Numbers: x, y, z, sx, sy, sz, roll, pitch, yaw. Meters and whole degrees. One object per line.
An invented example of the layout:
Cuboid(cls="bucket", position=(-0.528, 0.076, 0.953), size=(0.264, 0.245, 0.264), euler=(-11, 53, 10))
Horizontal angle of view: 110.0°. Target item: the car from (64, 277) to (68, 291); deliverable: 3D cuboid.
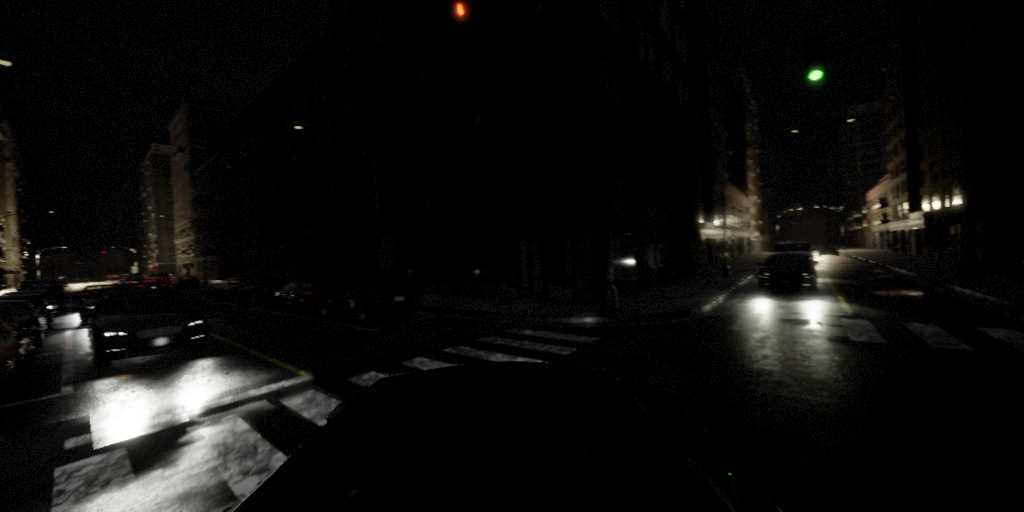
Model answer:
Cuboid(cls="car", position=(-35.437, 2.700, 27.156), size=(4.097, 1.591, 1.967), euler=(0, 0, 39))

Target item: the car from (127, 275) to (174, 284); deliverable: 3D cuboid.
Cuboid(cls="car", position=(-30.027, 2.545, 29.737), size=(4.181, 1.385, 1.994), euler=(-2, 1, 39))

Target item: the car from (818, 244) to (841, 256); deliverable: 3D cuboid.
Cuboid(cls="car", position=(38.882, -0.694, 44.143), size=(1.812, 1.442, 4.674), euler=(-2, 0, 39))

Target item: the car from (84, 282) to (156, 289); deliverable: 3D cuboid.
Cuboid(cls="car", position=(-17.034, 2.034, 15.407), size=(4.181, 1.385, 1.994), euler=(-2, 1, 38))

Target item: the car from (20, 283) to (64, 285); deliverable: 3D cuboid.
Cuboid(cls="car", position=(-27.045, 2.495, 20.326), size=(4.207, 1.307, 1.802), euler=(0, 0, 39))

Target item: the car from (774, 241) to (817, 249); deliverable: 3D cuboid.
Cuboid(cls="car", position=(18.308, 0.039, 23.402), size=(2.150, 2.045, 5.566), euler=(-2, 1, 40))

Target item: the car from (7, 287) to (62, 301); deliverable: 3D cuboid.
Cuboid(cls="car", position=(-18.654, 2.129, 13.496), size=(4.313, 1.339, 1.948), euler=(0, 0, 39))

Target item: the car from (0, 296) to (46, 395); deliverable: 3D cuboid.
Cuboid(cls="car", position=(-10.130, 1.738, 6.558), size=(4.829, 1.417, 1.751), euler=(0, 0, 39))

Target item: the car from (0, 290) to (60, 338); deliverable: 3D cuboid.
Cuboid(cls="car", position=(-14.458, 1.938, 10.081), size=(4.403, 1.370, 2.007), euler=(0, 0, 39))

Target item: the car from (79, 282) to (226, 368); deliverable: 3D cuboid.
Cuboid(cls="car", position=(-9.408, 1.643, 9.194), size=(4.902, 1.511, 2.128), euler=(-2, 1, 39))

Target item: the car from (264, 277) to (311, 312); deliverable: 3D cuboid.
Cuboid(cls="car", position=(-9.396, 1.679, 16.301), size=(4.207, 1.307, 1.802), euler=(0, 0, 39))

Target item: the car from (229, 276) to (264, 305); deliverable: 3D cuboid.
Cuboid(cls="car", position=(-13.591, 1.838, 19.716), size=(4.313, 1.339, 1.948), euler=(0, 0, 39))

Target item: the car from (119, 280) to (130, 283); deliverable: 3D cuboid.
Cuboid(cls="car", position=(-24.843, 2.396, 21.789), size=(4.718, 1.301, 1.895), euler=(-2, 1, 39))

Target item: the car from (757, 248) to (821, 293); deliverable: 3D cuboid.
Cuboid(cls="car", position=(11.943, 0.623, 15.539), size=(1.882, 1.535, 5.008), euler=(-2, 0, 39))

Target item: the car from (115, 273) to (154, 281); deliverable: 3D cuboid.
Cuboid(cls="car", position=(-38.268, 2.815, 36.378), size=(4.902, 1.511, 2.128), euler=(-2, 1, 39))

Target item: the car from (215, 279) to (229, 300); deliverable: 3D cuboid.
Cuboid(cls="car", position=(-17.919, 1.972, 23.238), size=(4.829, 1.417, 1.751), euler=(0, 0, 39))

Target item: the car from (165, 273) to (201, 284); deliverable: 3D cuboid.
Cuboid(cls="car", position=(-30.374, 2.520, 33.376), size=(4.403, 1.370, 2.007), euler=(0, 0, 39))

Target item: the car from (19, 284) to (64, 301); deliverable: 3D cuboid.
Cuboid(cls="car", position=(-22.849, 2.304, 16.911), size=(4.313, 1.339, 1.948), euler=(0, 0, 39))

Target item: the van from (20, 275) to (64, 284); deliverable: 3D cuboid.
Cuboid(cls="van", position=(-31.241, 2.427, 23.741), size=(3.998, 1.789, 1.690), euler=(0, 0, 39))

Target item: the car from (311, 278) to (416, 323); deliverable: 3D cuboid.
Cuboid(cls="car", position=(-5.199, 1.487, 12.886), size=(4.313, 1.339, 1.948), euler=(0, 0, 39))

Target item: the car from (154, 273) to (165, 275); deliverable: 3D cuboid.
Cuboid(cls="car", position=(-44.065, 2.886, 44.623), size=(4.553, 1.767, 2.097), euler=(-2, 1, 39))
